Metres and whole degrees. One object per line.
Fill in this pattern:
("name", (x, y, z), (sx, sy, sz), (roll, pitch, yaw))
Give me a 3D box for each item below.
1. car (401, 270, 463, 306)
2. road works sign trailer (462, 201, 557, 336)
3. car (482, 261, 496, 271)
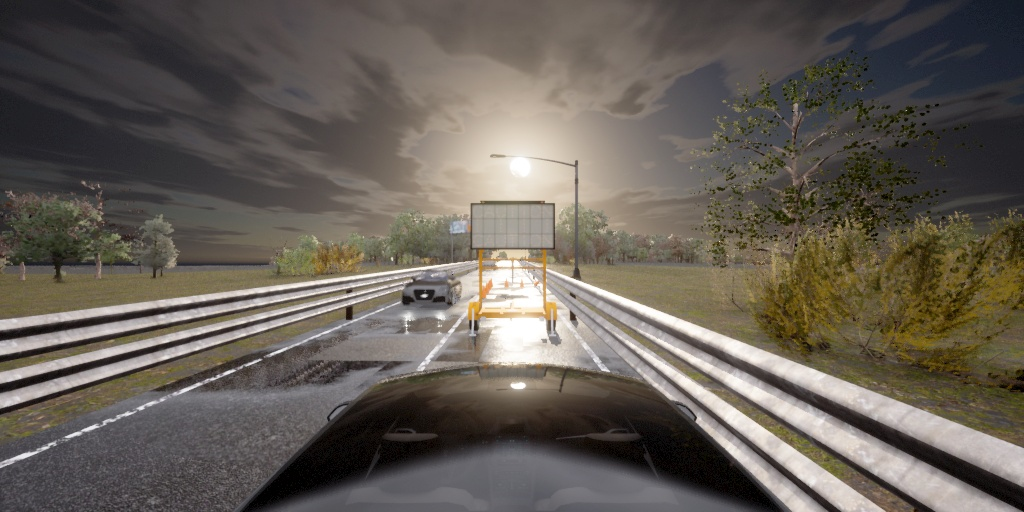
("car", (-3.332, 1.319, 15.614), (1.994, 1.385, 4.181), (0, 0, 0))
("road works sign trailer", (0.021, 0.218, 10.353), (2.380, 3.560, 2.880), (0, 0, 0))
("car", (-3.189, 1.294, 49.477), (1.812, 1.442, 4.674), (0, 0, 0))
